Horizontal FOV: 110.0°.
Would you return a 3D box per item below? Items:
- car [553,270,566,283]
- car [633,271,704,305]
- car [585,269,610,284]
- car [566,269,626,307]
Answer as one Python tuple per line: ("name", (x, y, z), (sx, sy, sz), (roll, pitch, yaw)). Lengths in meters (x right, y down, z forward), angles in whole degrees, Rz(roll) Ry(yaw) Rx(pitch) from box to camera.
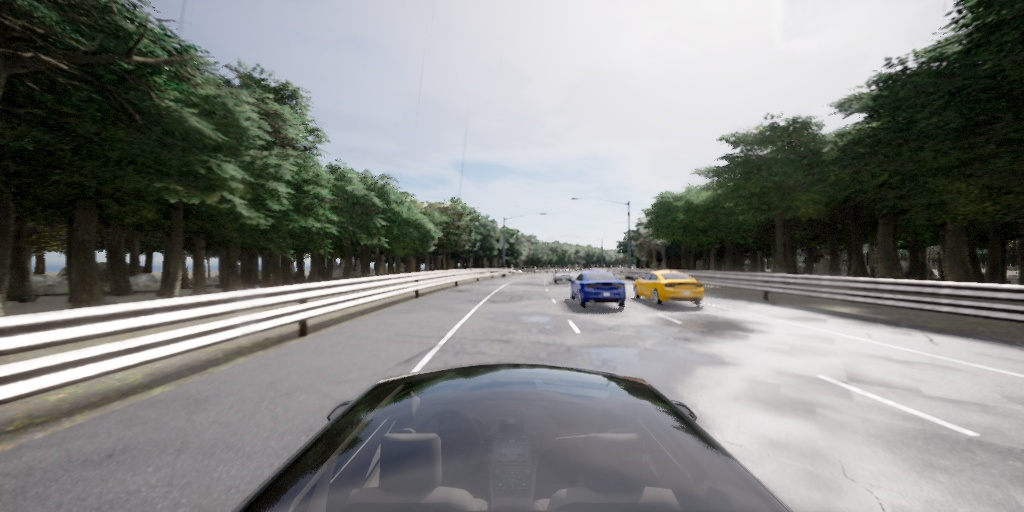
("car", (5.177, 2.077, 36.572), (1.895, 1.301, 4.718), (0, -2, 5))
("car", (7.468, 1.476, 17.595), (1.882, 1.535, 5.008), (0, -1, 2))
("car", (8.762, 2.026, 37.135), (1.812, 1.442, 4.674), (0, -2, 5))
("car", (3.945, 1.462, 17.049), (1.882, 1.535, 5.008), (0, -1, 2))
